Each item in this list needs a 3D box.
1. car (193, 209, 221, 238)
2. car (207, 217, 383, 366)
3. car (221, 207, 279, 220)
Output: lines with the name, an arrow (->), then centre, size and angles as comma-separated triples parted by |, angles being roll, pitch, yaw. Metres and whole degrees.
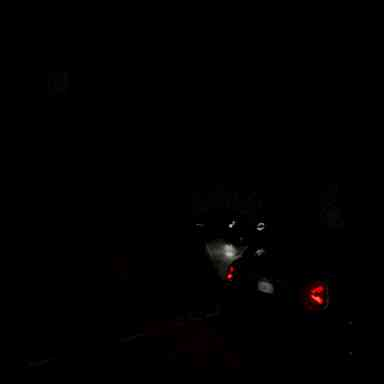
car -> 1.440, 1.716, 19.359 | 1.882, 1.535, 5.008 | 0, -1, 45
car -> 2.727, 1.439, 6.218 | 4.553, 1.767, 2.097 | 1, -1, -39
car -> 3.837, 1.571, 16.863 | 2.097, 1.767, 4.553 | 0, -1, 44
